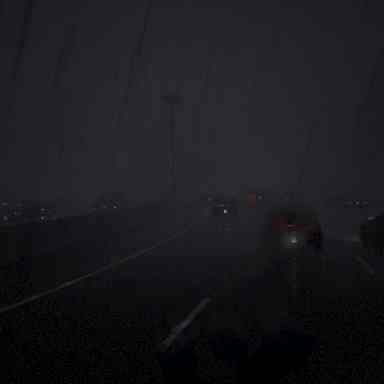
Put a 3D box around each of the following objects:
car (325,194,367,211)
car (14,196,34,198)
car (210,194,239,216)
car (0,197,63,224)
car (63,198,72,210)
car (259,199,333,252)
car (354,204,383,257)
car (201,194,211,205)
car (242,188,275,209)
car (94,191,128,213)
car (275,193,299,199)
[{"bbox_3d":[13.380,0.880,29.158,2.033,1.411,5.357,-1,1,2],"label":"car"},{"bbox_3d":[-18.187,1.227,35.485,2.097,1.767,4.553,-1,1,-3],"label":"car"},{"bbox_3d":[2.648,1.089,26.629,1.837,1.490,4.892,-1,1,5],"label":"car"},{"bbox_3d":[-11.851,1.397,24.151,2.128,1.511,4.902,-1,1,8],"label":"car"},{"bbox_3d":[-14.667,1.342,36.245,2.033,1.411,5.357,-1,1,-3],"label":"car"},{"bbox_3d":[3.769,1.243,12.700,2.128,1.511,4.902,-1,1,15],"label":"car"},{"bbox_3d":[6.846,1.282,10.713,1.994,1.385,4.181,-1,1,15],"label":"car"},{"bbox_3d":[2.357,0.904,43.374,2.033,1.411,5.357,-1,1,-7],"label":"car"},{"bbox_3d":[6.494,0.622,34.210,2.150,2.045,5.566,-1,1,0],"label":"car"},{"bbox_3d":[-7.665,0.935,31.978,2.150,2.045,5.566,-1,1,1],"label":"car"},{"bbox_3d":[9.885,0.807,35.443,2.128,1.511,4.902,-1,1,-1],"label":"car"}]
